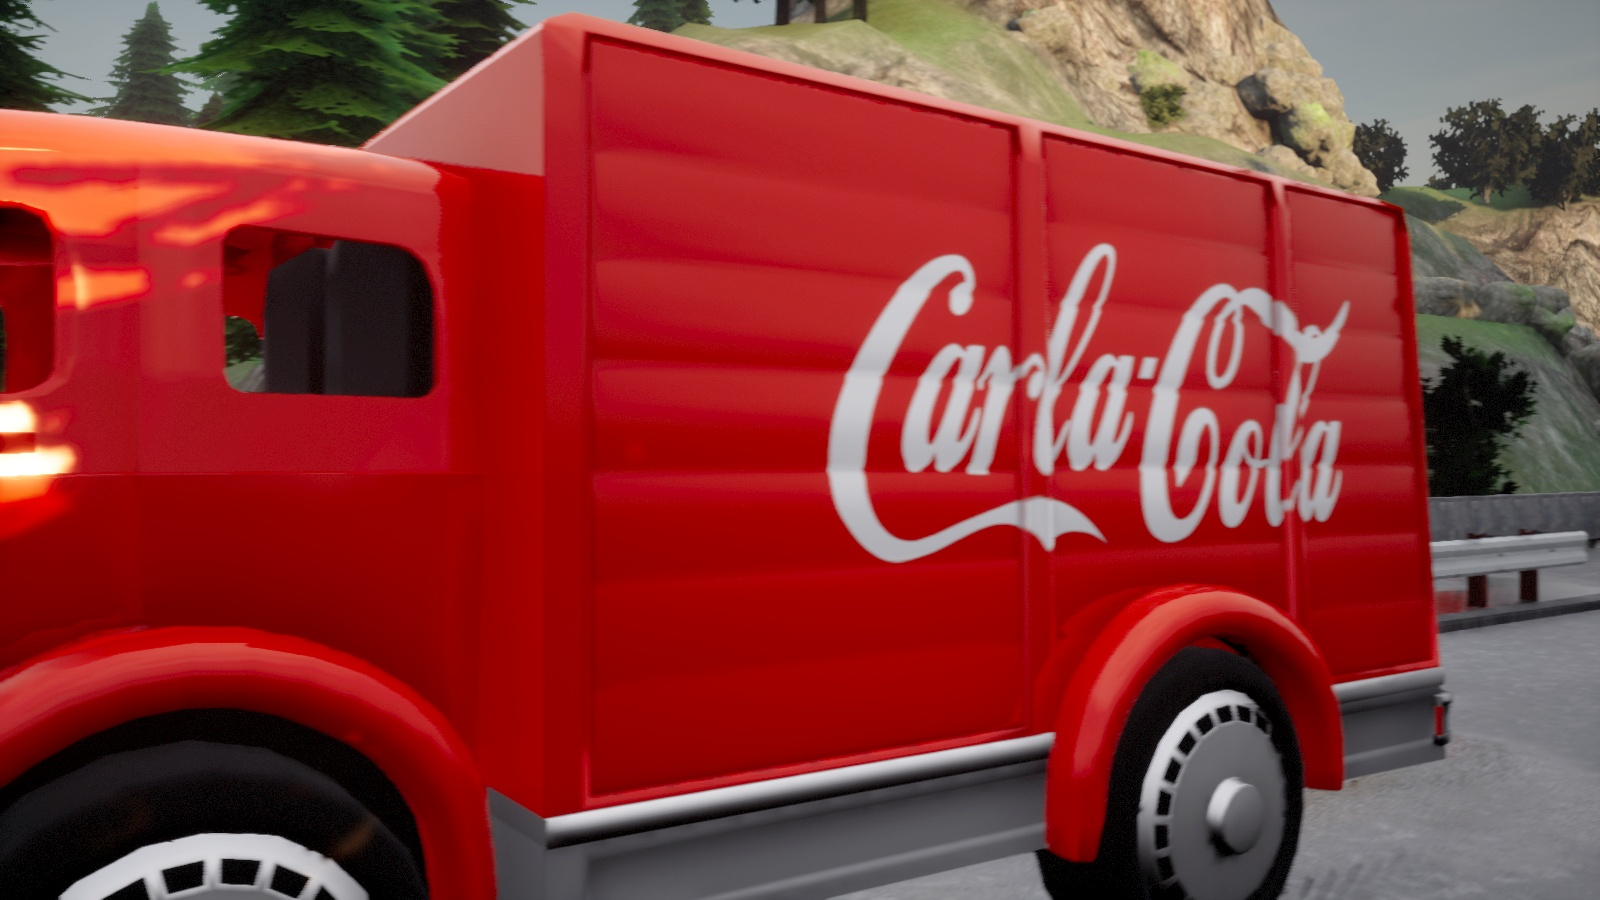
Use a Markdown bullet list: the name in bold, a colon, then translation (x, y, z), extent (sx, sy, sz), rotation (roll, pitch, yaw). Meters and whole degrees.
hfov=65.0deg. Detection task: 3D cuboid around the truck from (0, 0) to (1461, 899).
- **truck**: translation (-0.677, 0.269, 3.798), extent (5.204, 2.467, 2.627), rotation (0, 0, -35)
